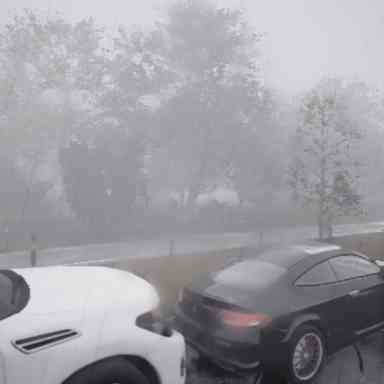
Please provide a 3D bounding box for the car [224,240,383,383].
[{"bbox_3d":[1.918,1.514,5.323,4.674,1.452,2.002,-1,0,-34],"label":"car"}]

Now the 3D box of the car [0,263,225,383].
[{"bbox_3d":[-2.691,1.222,2.209,5.566,2.045,2.435,-1,0,-37],"label":"car"}]
